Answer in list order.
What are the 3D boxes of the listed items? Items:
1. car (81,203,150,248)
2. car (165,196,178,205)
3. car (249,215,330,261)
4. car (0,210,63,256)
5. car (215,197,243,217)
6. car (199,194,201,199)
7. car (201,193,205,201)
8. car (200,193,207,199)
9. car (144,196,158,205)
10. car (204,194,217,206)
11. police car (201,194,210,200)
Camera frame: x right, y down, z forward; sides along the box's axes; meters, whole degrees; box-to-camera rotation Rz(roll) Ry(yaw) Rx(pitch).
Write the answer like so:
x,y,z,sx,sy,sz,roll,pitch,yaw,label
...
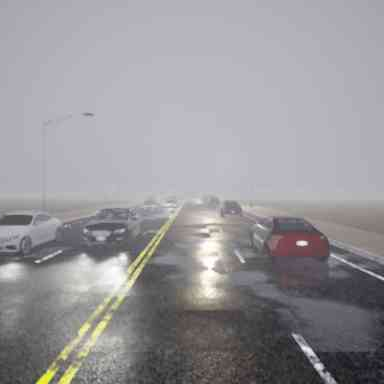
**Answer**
x,y,z,sx,sy,sz,roll,pitch,yaw,label
-3.349,1.441,14.688,2.128,1.511,4.902,0,0,0,car
-3.298,1.354,55.005,2.033,1.411,5.357,0,0,1,car
3.352,1.522,12.116,1.994,1.385,4.181,0,0,0,car
-6.599,1.481,12.975,1.812,1.442,4.674,0,0,0,car
3.340,1.423,29.523,1.812,1.442,4.674,0,0,0,car
3.258,1.249,72.013,2.163,1.488,4.792,0,0,0,car
3.257,1.217,60.983,2.033,1.649,4.856,0,0,0,car
3.261,1.115,94.173,1.801,1.575,5.366,0,0,0,car
-6.555,1.359,53.644,2.033,1.411,5.357,0,0,1,car
3.256,1.351,49.984,1.812,1.442,4.674,0,0,0,car
3.260,1.209,82.984,2.038,1.542,4.974,0,0,0,police car
